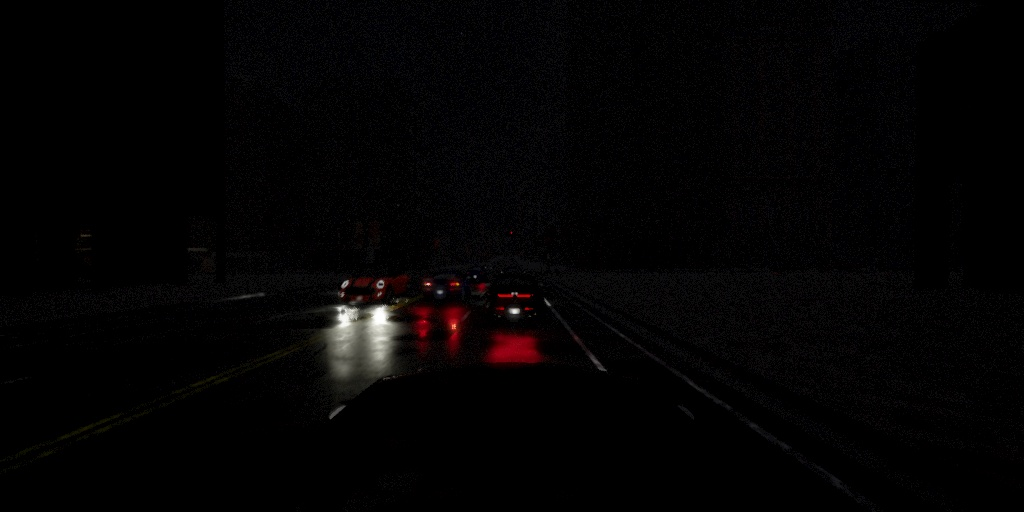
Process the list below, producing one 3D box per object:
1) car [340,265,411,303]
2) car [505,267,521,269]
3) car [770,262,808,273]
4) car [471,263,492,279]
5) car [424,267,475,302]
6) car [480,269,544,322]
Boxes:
[{"bbox_3d":[-6.597,1.266,17.751,2.097,1.767,4.553,0,-1,0],"label":"car"},{"bbox_3d":[0.095,1.583,28.966,2.033,1.411,5.357,0,-1,0],"label":"car"},{"bbox_3d":[38.613,1.514,50.036,4.674,1.442,1.812,0,0,0],"label":"car"},{"bbox_3d":[-3.151,1.606,32.967,1.812,1.442,4.674,0,-1,0],"label":"car"},{"bbox_3d":[-3.154,1.445,18.054,1.812,1.442,4.674,0,-1,0],"label":"car"},{"bbox_3d":[0.089,1.367,12.763,1.837,1.490,4.892,0,-1,0],"label":"car"}]
